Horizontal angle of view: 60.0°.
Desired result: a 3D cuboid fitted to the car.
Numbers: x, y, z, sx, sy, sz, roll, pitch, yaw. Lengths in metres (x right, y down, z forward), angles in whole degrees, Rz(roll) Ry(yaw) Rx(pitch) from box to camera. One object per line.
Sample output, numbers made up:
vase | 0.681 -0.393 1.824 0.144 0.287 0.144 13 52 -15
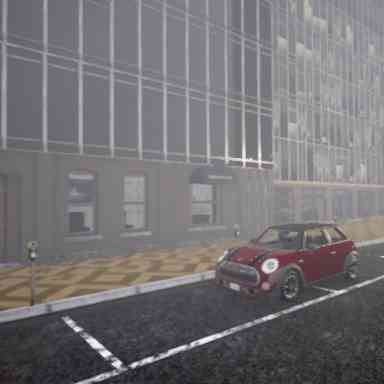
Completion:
car | 2.521 1.563 8.556 4.097 1.590 1.967 0 -1 -38
